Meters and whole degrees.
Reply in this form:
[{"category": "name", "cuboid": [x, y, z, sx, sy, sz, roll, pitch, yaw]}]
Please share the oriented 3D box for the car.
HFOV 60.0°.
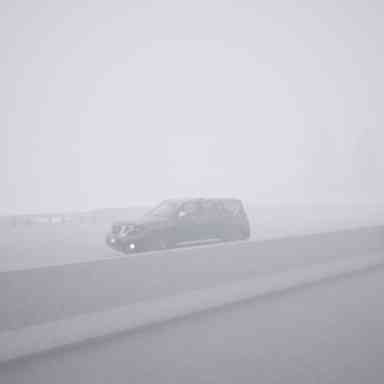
[{"category": "car", "cuboid": [-0.278, 1.227, 12.323, 5.566, 2.045, 2.150, 0, 0, -35]}]
